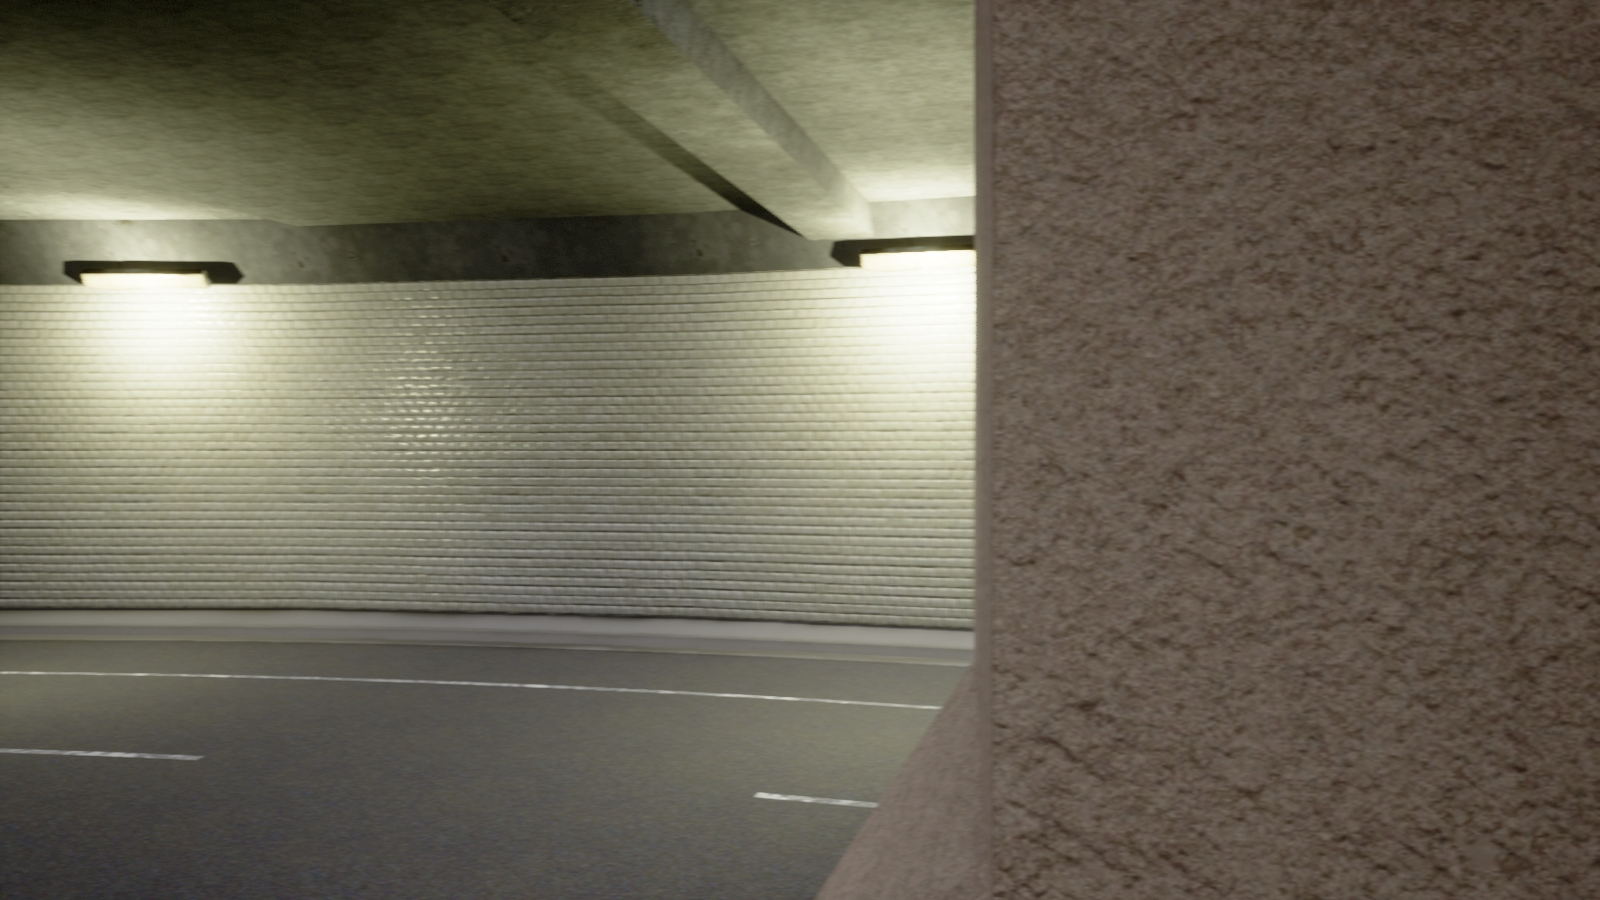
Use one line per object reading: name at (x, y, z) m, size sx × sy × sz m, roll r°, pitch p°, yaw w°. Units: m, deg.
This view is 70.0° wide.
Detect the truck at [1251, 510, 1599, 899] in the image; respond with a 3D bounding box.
truck at (5.076, 1.665, 5.201) m, size 5.204 × 2.467 × 2.627 m, roll -4°, pitch 5°, yaw 14°
